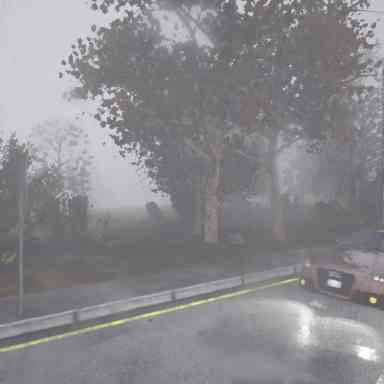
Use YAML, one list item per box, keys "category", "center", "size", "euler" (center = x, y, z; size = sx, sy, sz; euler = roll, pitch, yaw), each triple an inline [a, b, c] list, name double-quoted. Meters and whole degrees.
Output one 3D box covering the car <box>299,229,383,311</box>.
- category: "car"
  center: [4.339, 1.565, 7.521]
  size: [4.181, 1.385, 1.994]
  euler: [0, 0, -36]
